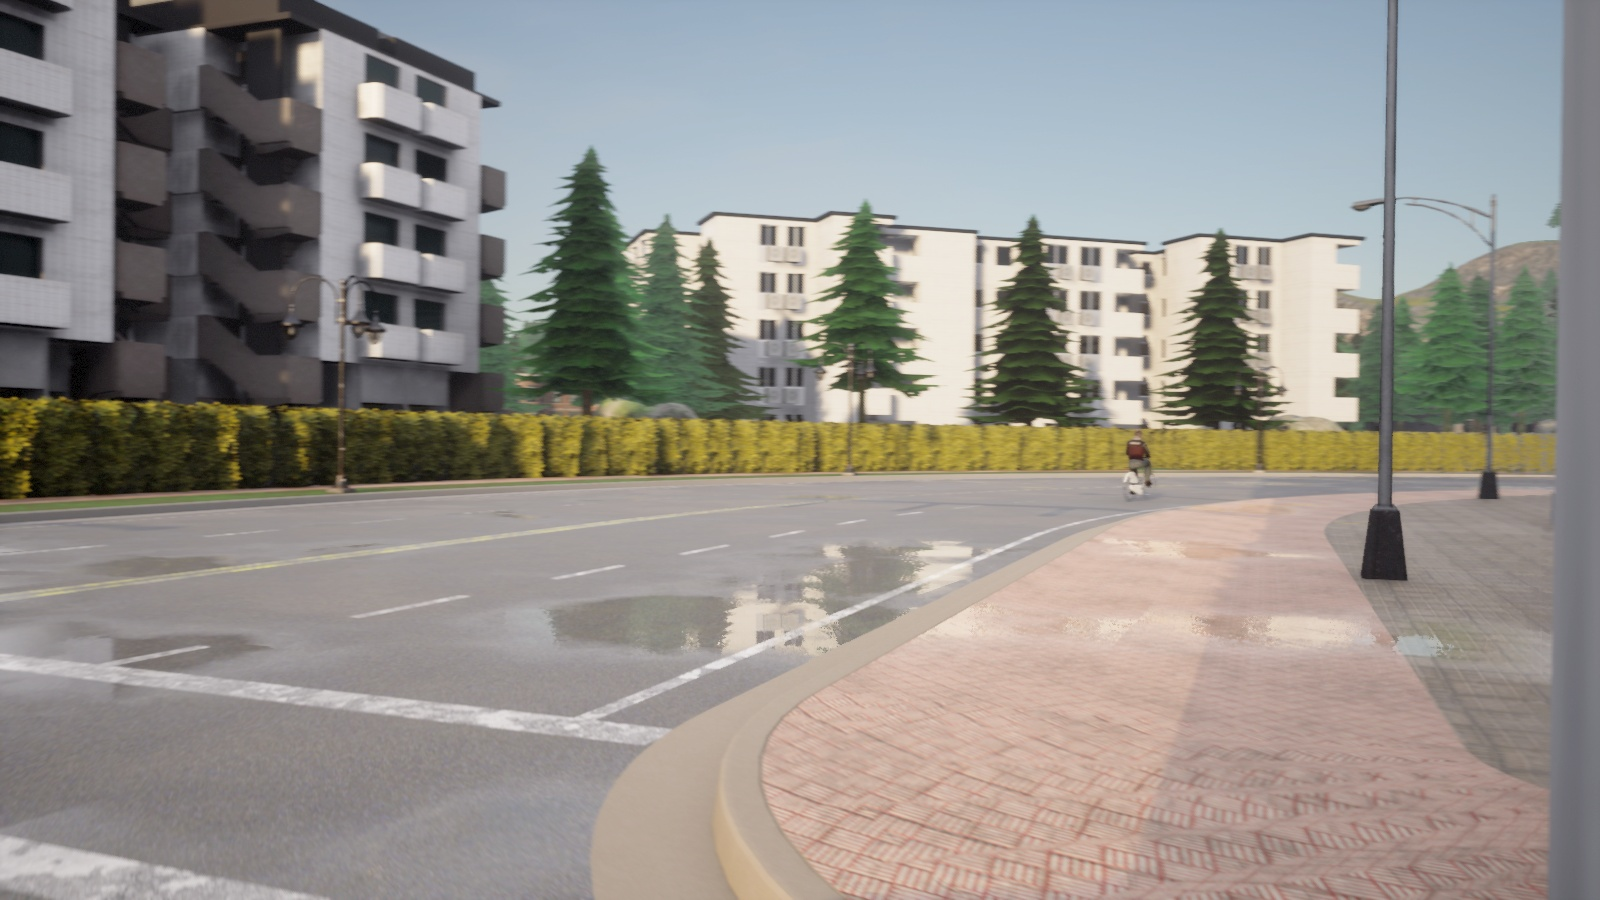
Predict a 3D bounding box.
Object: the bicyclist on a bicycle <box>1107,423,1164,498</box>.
[{"bbox_3d":[8.245,0.236,30.807,0.659,1.776,1.843,0,1,38],"label":"bicyclist on a bicycle"}]
